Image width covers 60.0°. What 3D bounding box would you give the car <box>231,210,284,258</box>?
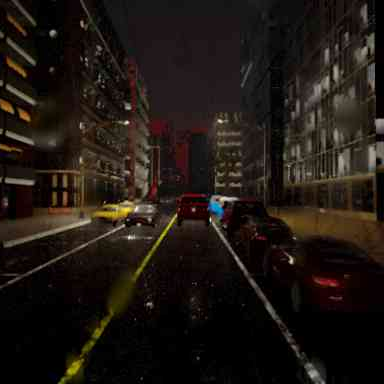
[{"bbox_3d":[2.704,1.568,12.247,1.802,1.307,4.206,1,0,0],"label":"car"}]

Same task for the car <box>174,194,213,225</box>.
[{"bbox_3d":[0.101,1.196,23.654,2.150,2.045,5.566,0,0,0],"label":"car"}]

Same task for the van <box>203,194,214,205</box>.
[{"bbox_3d":[2.712,1.277,56.309,1.690,1.788,3.998,1,0,0],"label":"van"}]

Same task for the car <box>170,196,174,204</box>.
[{"bbox_3d":[-3.030,1.409,62.526,1.882,1.535,5.008,0,0,1],"label":"car"}]

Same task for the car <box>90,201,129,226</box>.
[{"bbox_3d":[-5.673,1.499,23.061,1.752,1.417,4.829,1,0,0],"label":"car"}]

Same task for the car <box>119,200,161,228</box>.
[{"bbox_3d":[-3.098,1.522,22.023,2.033,1.411,5.357,0,0,0],"label":"car"}]

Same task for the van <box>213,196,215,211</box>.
[{"bbox_3d":[2.710,1.302,34.278,1.690,1.788,3.998,1,0,0],"label":"van"}]

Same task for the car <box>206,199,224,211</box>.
[{"bbox_3d":[2.706,1.536,39.786,1.802,1.307,4.206,1,0,0],"label":"car"}]

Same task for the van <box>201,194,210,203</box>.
[{"bbox_3d":[2.712,1.265,67.326,1.690,1.788,3.998,1,0,0],"label":"van"}]

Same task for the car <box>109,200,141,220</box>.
[{"bbox_3d":[-5.673,1.493,28.574,1.752,1.417,4.829,1,0,0],"label":"car"}]

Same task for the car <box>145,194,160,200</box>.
[{"bbox_3d":[-5.668,1.264,45.276,2.192,1.841,5.009,1,0,0],"label":"car"}]

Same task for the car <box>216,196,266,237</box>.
[{"bbox_3d":[2.710,1.295,17.754,2.192,1.841,5.009,1,0,0],"label":"car"}]

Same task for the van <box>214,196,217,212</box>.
[{"bbox_3d":[2.710,1.314,23.262,1.690,1.788,3.998,1,0,0],"label":"van"}]

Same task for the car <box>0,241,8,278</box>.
[{"bbox_3d":[-5.643,1.574,7.116,1.802,1.307,4.206,1,0,0],"label":"car"}]

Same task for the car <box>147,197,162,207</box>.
[{"bbox_3d":[-5.672,1.487,50.788,1.887,1.381,4.507,1,0,0],"label":"car"}]

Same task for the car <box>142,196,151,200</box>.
[{"bbox_3d":[-5.673,1.486,34.084,1.752,1.417,4.829,1,0,0],"label":"car"}]

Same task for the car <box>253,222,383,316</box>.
[{"bbox_3d":[2.704,1.574,7.219,1.802,1.307,4.206,1,0,0],"label":"car"}]

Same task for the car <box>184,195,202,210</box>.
[{"bbox_3d":[0.102,1.304,41.721,2.097,1.767,4.553,0,0,0],"label":"car"}]
